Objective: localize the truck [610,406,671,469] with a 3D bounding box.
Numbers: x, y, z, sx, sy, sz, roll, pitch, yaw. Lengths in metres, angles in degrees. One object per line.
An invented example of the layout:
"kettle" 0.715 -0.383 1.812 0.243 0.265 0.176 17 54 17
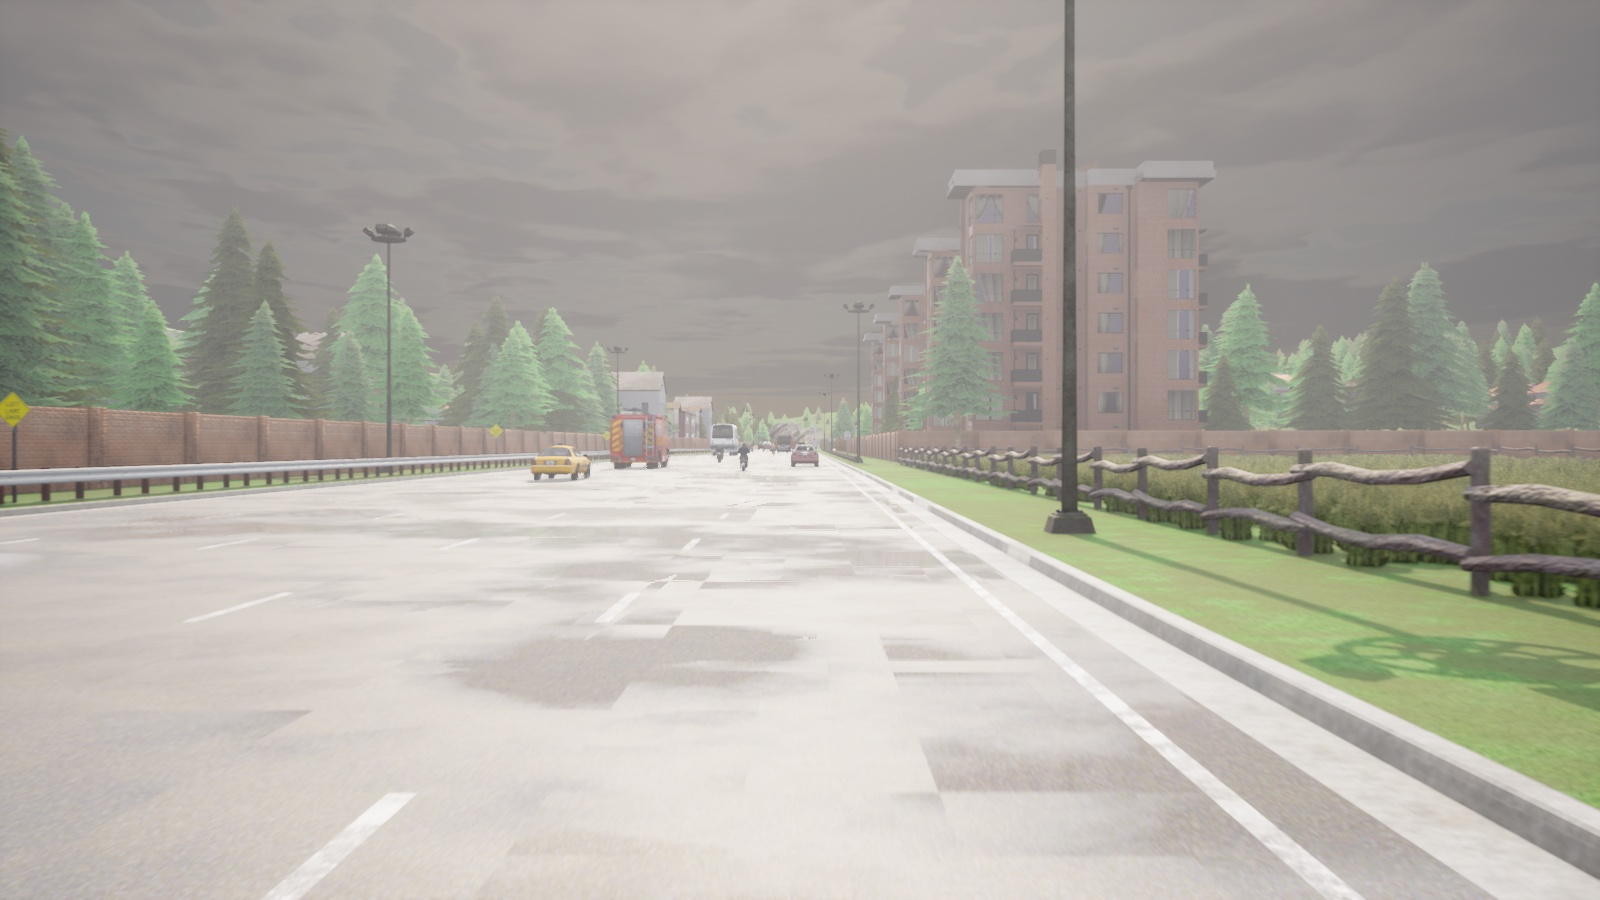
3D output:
"truck" -10.171 -0.766 80.946 2.891 3.827 8.468 0 0 0

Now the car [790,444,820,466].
"car" 0.327 0.353 85.680 1.970 1.475 3.806 0 0 0

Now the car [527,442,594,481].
"car" -10.180 0.453 53.723 1.801 1.575 5.366 0 0 0
